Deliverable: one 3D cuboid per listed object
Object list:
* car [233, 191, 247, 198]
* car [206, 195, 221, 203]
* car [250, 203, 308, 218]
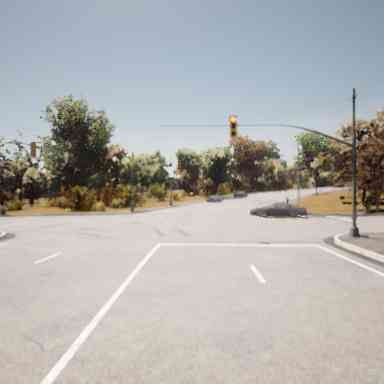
[{"bbox_3d":[11.445,0.514,78.907,1.882,1.535,5.008,0,3,30],"label":"car"},{"bbox_3d":[4.238,1.366,65.096,1.812,1.442,4.674,0,2,24],"label":"car"},{"bbox_3d":[8.368,1.786,32.260,5.357,1.411,2.033,0,0,3],"label":"car"}]
